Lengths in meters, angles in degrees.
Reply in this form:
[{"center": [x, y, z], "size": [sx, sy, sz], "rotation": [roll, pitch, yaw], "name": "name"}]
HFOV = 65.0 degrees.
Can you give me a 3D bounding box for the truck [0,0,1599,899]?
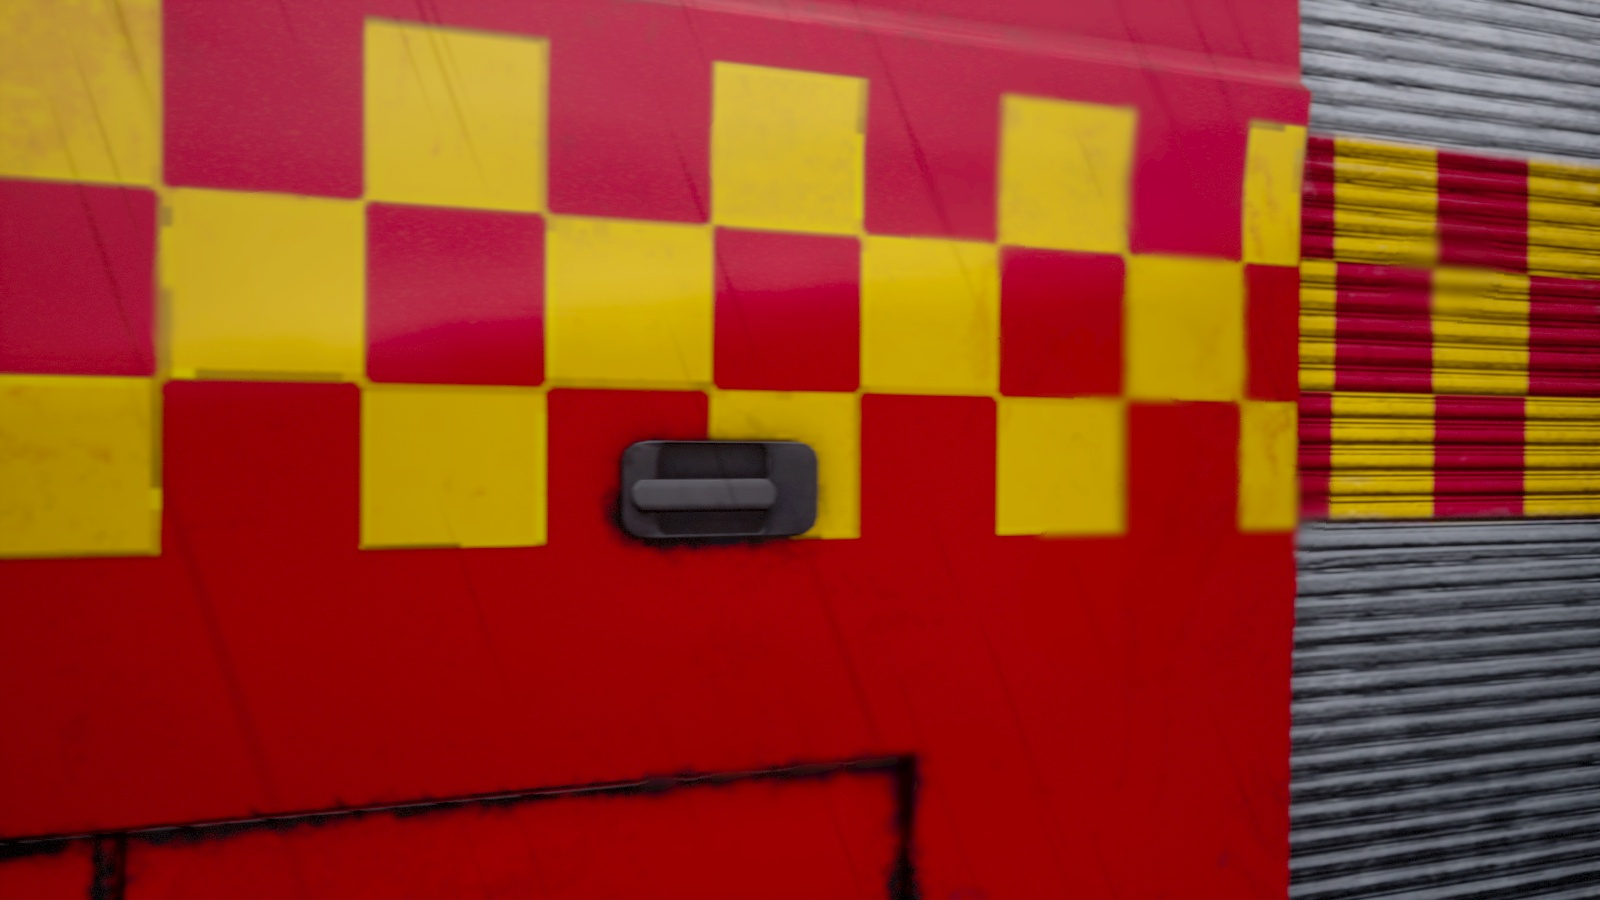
[{"center": [-0.882, -0.390, 2.890], "size": [8.468, 3.827, 2.891], "rotation": [-1, 1, -21], "name": "truck"}]
